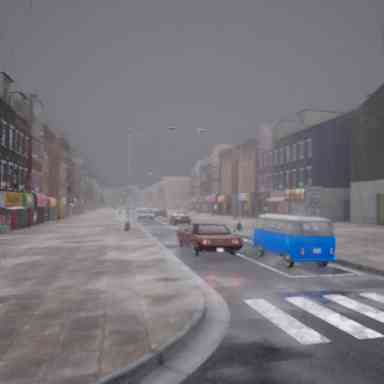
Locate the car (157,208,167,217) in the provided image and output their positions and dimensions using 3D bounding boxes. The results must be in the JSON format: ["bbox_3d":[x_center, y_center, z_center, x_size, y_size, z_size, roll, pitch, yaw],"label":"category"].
[{"bbox_3d":[-5.033,3.282,52.585,1.837,1.490,4.892,1,-2,-13],"label":"car"}]

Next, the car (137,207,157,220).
[{"bbox_3d":[-6.126,3.037,44.097,1.895,1.301,4.718,1,-2,-12],"label":"car"}]

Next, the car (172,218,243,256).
[{"bbox_3d":[0.596,2.081,15.380,1.895,1.301,4.718,1,-2,-14],"label":"car"}]

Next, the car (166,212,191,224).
[{"bbox_3d":[-1.176,2.716,34.084,1.802,1.307,4.206,1,-2,-13],"label":"car"}]

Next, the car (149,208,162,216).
[{"bbox_3d":[-6.598,3.547,59.404,1.812,1.442,4.674,1,-2,-13],"label":"car"}]

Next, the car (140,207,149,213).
[{"bbox_3d":[-10.971,4.230,76.682,1.802,1.307,4.206,1,-2,-13],"label":"car"}]

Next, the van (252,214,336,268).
[{"bbox_3d":[3.724,1.778,12.791,1.690,1.788,3.998,1,-2,-13],"label":"van"}]

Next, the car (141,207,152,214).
[{"bbox_3d":[-9.784,3.982,71.525,1.752,1.417,4.829,1,-2,-13],"label":"car"}]
